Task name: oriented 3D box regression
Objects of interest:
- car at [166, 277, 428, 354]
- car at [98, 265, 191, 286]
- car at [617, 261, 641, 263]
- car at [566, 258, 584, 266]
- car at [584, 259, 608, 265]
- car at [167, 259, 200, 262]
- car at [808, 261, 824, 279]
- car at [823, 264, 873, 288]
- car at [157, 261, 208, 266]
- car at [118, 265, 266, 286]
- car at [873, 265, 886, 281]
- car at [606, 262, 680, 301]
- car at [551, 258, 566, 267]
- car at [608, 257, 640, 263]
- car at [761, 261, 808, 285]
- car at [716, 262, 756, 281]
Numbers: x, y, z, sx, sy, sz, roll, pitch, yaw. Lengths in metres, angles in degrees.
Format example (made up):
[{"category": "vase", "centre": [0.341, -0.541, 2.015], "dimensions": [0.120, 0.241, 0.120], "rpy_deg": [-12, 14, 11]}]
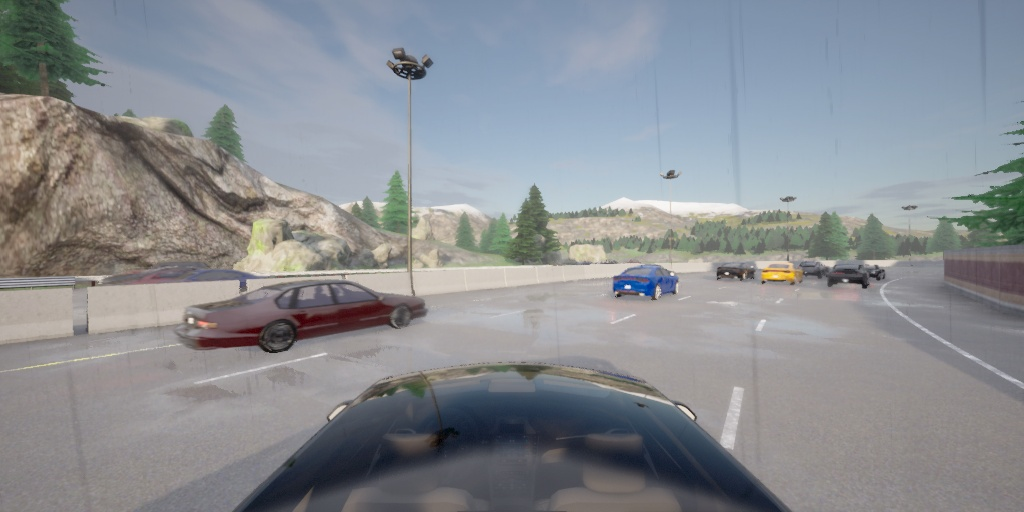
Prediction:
[{"category": "car", "centre": [-4.697, 1.297, 8.918], "dimensions": [2.033, 1.411, 5.357], "rpy_deg": [0, 0, 36]}, {"category": "car", "centre": [-16.311, 1.314, 16.856], "dimensions": [1.994, 1.385, 4.181], "rpy_deg": [0, 0, 35]}, {"category": "car", "centre": [10.224, 1.298, 26.682], "dimensions": [2.033, 1.411, 5.357], "rpy_deg": [0, 0, 44]}, {"category": "car", "centre": [10.073, 1.221, 50.462], "dimensions": [4.181, 1.385, 1.994], "rpy_deg": [0, 0, -39]}, {"category": "car", "centre": [12.294, 1.190, 47.758], "dimensions": [4.902, 1.511, 2.128], "rpy_deg": [0, 0, -39]}, {"category": "car", "centre": [-21.137, 1.102, 22.132], "dimensions": [2.097, 1.767, 4.553], "rpy_deg": [0, 0, 36]}, {"category": "car", "centre": [27.468, 1.241, 32.731], "dimensions": [4.902, 1.511, 2.128], "rpy_deg": [0, 0, -39]}, {"category": "car", "centre": [22.205, 1.254, 23.610], "dimensions": [4.892, 1.490, 1.837], "rpy_deg": [0, 0, -43]}, {"category": "car", "centre": [-18.744, 1.241, 19.489], "dimensions": [2.128, 1.511, 4.902], "rpy_deg": [0, 0, 35]}, {"category": "car", "centre": [-13.128, 1.276, 15.332], "dimensions": [1.812, 1.442, 4.674], "rpy_deg": [0, 0, 35]}, {"category": "car", "centre": [30.165, 1.351, 30.433], "dimensions": [4.718, 1.301, 1.895], "rpy_deg": [0, 0, -39]}, {"category": "car", "centre": [6.715, 1.227, 17.695], "dimensions": [1.882, 1.535, 5.008], "rpy_deg": [0, 0, 40]}, {"category": "car", "centre": [7.874, 1.112, 53.186], "dimensions": [4.553, 1.767, 2.097], "rpy_deg": [0, 0, -39]}, {"category": "car", "centre": [14.516, 0.889, 45.053], "dimensions": [4.674, 1.442, 1.812], "rpy_deg": [0, 0, -39]}, {"category": "car", "centre": [19.694, 1.228, 26.050], "dimensions": [5.008, 1.535, 1.882], "rpy_deg": [0, 0, -43]}, {"category": "car", "centre": [18.844, 1.228, 30.048], "dimensions": [5.008, 1.535, 1.882], "rpy_deg": [0, 0, -42]}]
